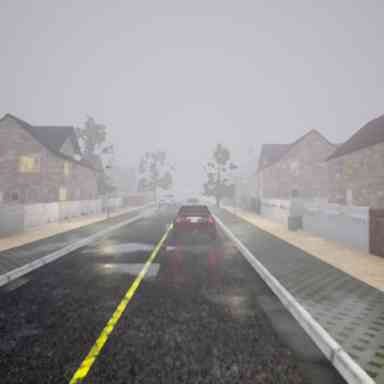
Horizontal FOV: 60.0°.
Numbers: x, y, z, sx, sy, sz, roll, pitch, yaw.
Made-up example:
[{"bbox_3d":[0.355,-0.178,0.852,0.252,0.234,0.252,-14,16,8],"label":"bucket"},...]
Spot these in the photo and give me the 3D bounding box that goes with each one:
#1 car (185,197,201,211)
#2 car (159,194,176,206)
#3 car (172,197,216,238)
[{"bbox_3d":[0.119,1.481,42.240,1.882,1.535,5.008,0,0,0],"label":"car"},{"bbox_3d":[-2.733,0.971,38.377,2.097,1.767,4.553,0,0,0],"label":"car"},{"bbox_3d":[0.109,1.352,17.637,2.097,1.767,4.553,0,0,0],"label":"car"}]
